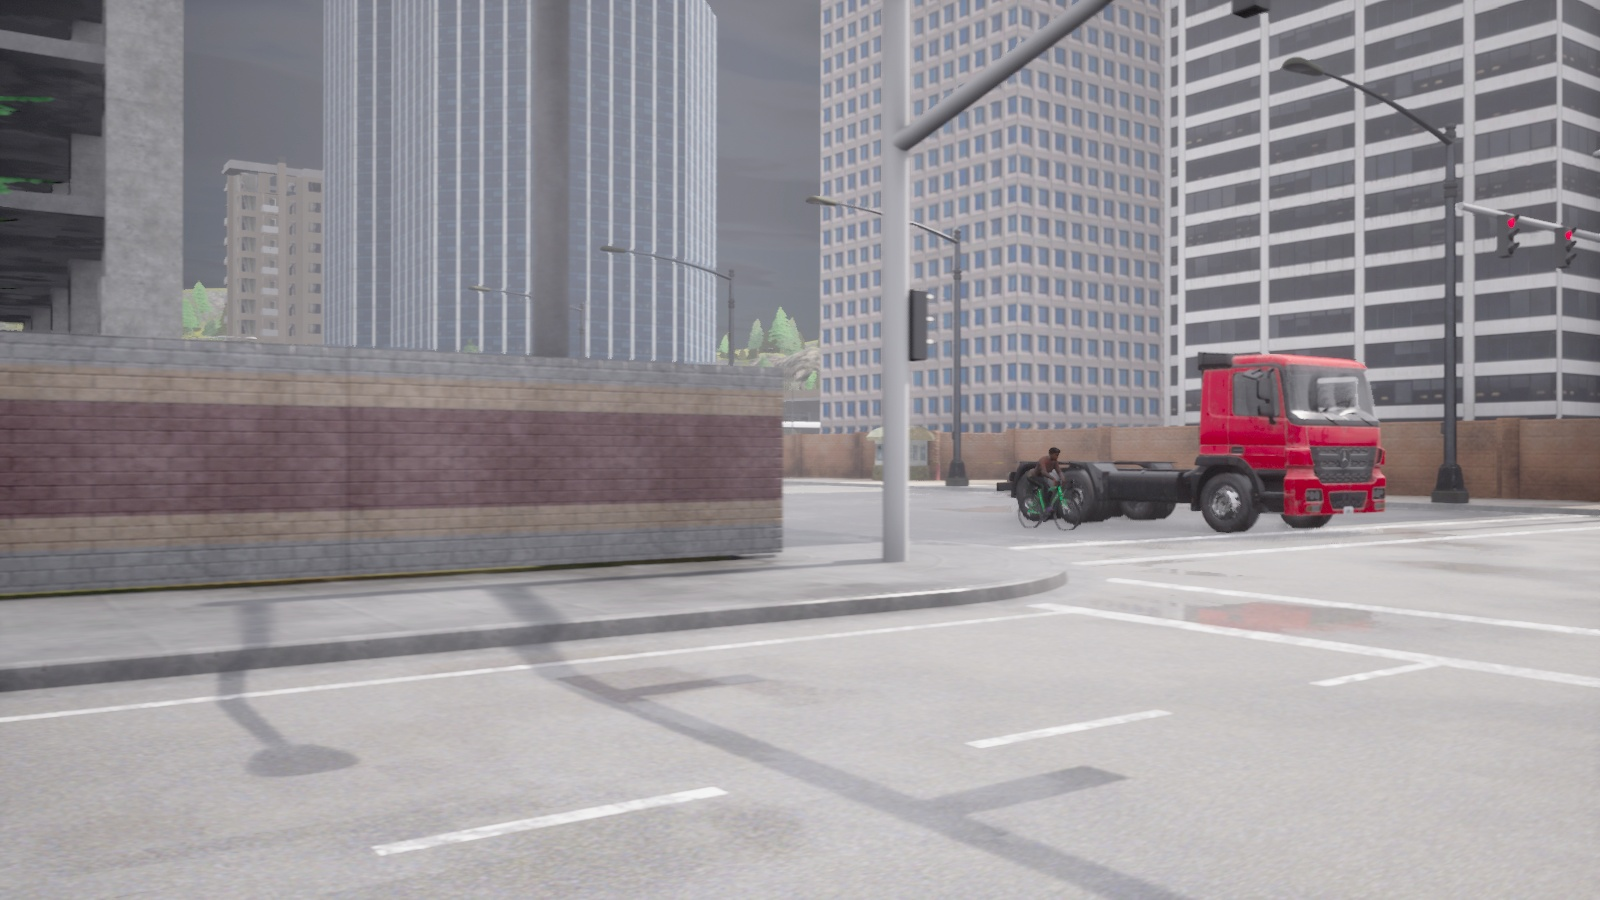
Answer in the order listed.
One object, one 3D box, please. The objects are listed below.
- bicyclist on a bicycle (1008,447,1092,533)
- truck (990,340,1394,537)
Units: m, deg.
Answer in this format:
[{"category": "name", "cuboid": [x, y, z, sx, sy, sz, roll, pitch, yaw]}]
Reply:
[{"category": "bicyclist on a bicycle", "cuboid": [4.812, 0.743, 24.292, 0.582, 1.620, 1.656, 0, 0, -35]}, {"category": "truck", "cuboid": [7.774, -0.194, 26.161, 2.891, 3.462, 7.936, 0, 0, -35]}]
